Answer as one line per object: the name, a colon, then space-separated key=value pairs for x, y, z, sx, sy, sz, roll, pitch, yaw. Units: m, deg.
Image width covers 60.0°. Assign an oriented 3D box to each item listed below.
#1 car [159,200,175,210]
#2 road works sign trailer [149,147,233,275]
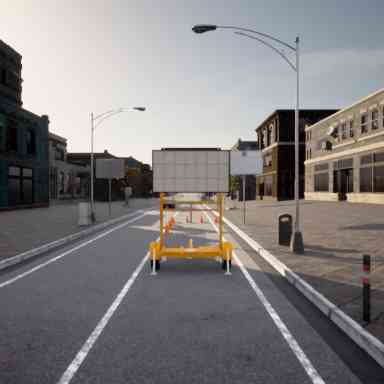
car: x=-3.224 y=1.684 z=43.646 sx=1.895 sy=1.301 sz=4.718 roll=0 pitch=0 yaw=0
road works sign trailer: x=-0.029 y=0.431 z=10.329 sx=2.380 sy=3.560 sz=2.880 roll=0 pitch=0 yaw=0
